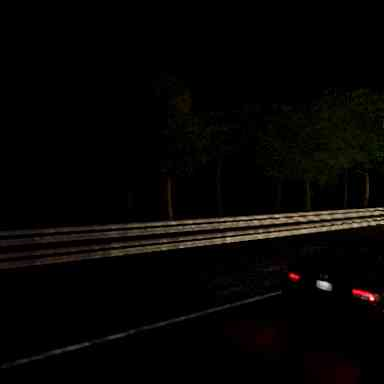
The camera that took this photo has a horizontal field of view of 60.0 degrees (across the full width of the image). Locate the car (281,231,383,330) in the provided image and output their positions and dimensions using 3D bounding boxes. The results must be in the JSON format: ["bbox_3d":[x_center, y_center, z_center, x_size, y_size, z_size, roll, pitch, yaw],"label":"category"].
[{"bbox_3d":[4.158,1.532,6.755,5.357,1.411,2.033,0,0,-35],"label":"car"}]
